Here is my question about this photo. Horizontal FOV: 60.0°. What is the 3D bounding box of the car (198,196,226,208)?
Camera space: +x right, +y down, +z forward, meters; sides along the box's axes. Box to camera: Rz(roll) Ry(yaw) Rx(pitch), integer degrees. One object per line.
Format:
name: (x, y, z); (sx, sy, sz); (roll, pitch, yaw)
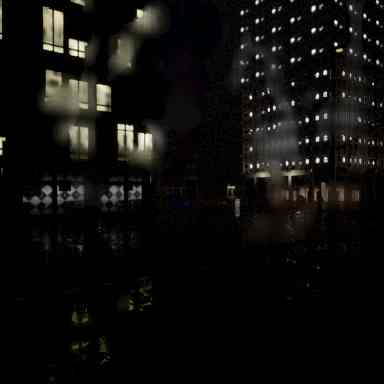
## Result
car: (2.651, 1.293, 44.528); (1.882, 1.535, 5.008); (-1, 0, -34)

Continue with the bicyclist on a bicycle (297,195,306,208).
bicyclist on a bicycle: (12.950, 1.117, 39.221); (1.656, 1.620, 0.582); (-1, 1, -34)

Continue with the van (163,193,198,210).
van: (-1.440, 1.210, 40.266); (1.690, 1.788, 3.998); (0, 0, -34)

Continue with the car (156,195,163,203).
car: (-3.842, 1.035, 58.721); (2.192, 1.841, 5.009); (0, 0, -34)

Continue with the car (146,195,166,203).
car: (-6.954, 1.238, 63.305); (1.887, 1.381, 4.507); (0, 0, -34)
